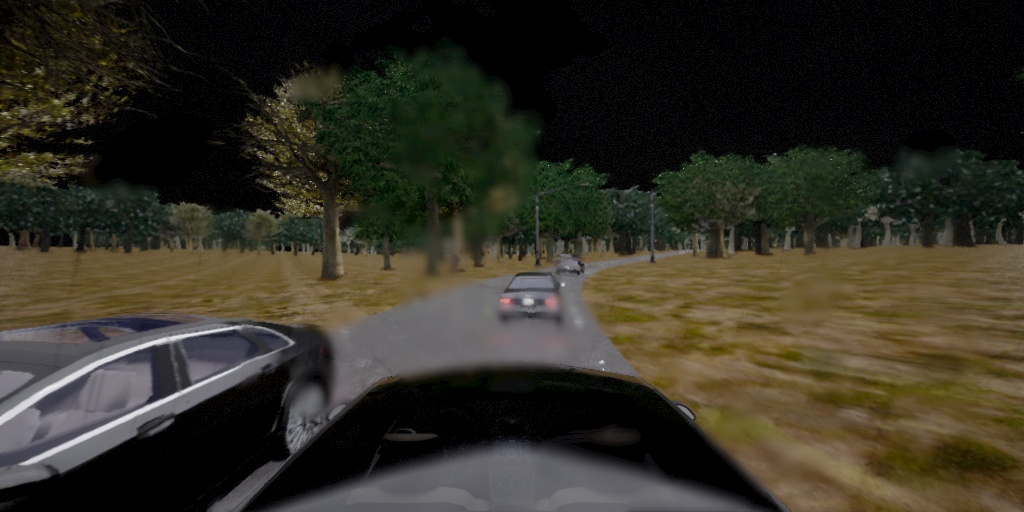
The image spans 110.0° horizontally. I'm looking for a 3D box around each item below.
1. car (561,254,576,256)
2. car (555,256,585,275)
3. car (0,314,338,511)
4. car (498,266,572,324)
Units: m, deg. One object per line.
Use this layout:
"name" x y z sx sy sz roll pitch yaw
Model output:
"car" 6.873 0.534 44.486 2.097 1.767 4.553 0 1 26
"car" 5.418 0.948 32.362 1.994 1.385 4.181 0 1 18
"car" -2.955 1.229 2.163 2.128 1.511 4.902 0 0 1
"car" 0.762 1.218 11.648 2.033 1.411 5.357 0 0 7
